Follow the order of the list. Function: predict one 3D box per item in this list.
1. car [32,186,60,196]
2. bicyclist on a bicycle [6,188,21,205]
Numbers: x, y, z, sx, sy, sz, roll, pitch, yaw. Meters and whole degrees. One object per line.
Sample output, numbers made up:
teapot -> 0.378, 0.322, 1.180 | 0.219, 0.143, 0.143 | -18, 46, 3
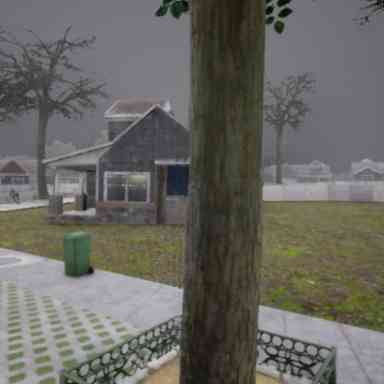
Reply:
car -> -20.245, -0.062, 46.312 | 1.812, 1.442, 4.674 | 1, 3, 11
bicyclist on a bicycle -> -17.001, 0.420, 31.633 | 1.656, 1.620, 0.582 | 1, 3, 10
